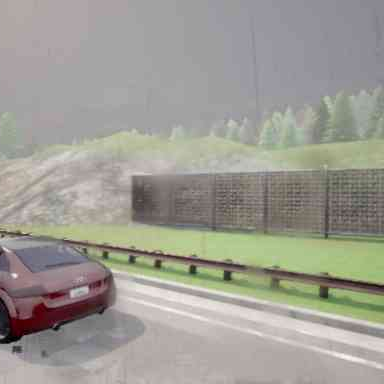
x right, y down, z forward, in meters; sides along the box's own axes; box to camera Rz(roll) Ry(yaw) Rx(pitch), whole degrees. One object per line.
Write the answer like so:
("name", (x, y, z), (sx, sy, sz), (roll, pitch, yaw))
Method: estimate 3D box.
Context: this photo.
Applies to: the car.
("car", (-3.415, 1.554, 6.467), (4.181, 1.385, 1.994), (0, 0, 36))
